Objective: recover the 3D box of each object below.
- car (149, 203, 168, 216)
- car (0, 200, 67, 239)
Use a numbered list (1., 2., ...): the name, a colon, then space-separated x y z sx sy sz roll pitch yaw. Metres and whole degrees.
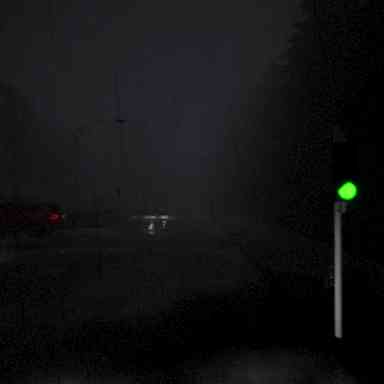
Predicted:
1. car: -3.978 2.039 39.503 1.812 1.442 4.674 0 -1 0
2. car: -9.911 1.506 18.468 5.566 2.045 2.150 0 2 -5
